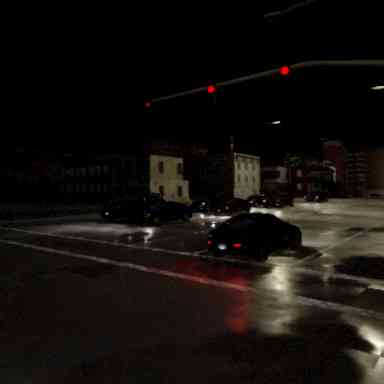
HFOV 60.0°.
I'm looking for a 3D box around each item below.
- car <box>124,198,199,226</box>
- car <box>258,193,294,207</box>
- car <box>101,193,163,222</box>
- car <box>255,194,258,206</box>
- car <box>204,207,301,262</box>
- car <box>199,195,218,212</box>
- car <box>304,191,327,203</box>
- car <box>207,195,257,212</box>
[{"bbox_3d":[-2.015,1.403,23.451,1.882,1.535,5.008,0,1,39],"label":"car"},{"bbox_3d":[9.916,0.925,38.192,2.097,1.767,4.553,0,1,39],"label":"car"},{"bbox_3d":[-4.418,1.162,26.060,2.150,2.045,5.566,0,1,38],"label":"car"},{"bbox_3d":[7.876,1.076,41.232,1.837,1.490,4.892,0,1,39],"label":"car"},{"bbox_3d":[2.359,1.478,12.007,1.812,1.442,4.674,-1,0,38],"label":"car"},{"bbox_3d":[1.568,1.126,33.442,2.097,1.767,4.553,0,1,39],"label":"car"},{"bbox_3d":[17.802,0.670,47.858,2.097,1.767,4.553,0,1,40],"label":"car"},{"bbox_3d":[3.768,1.296,30.607,1.812,1.442,4.674,0,1,39],"label":"car"}]
